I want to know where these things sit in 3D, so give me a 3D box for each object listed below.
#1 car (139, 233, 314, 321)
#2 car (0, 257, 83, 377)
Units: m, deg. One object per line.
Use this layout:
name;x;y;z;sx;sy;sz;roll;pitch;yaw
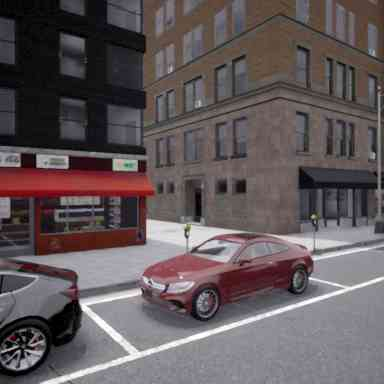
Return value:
car;0.930;1.580;7.195;4.206;1.307;1.802;0;0;-35
car;-3.550;1.566;4.003;4.313;1.339;1.947;0;0;-35
